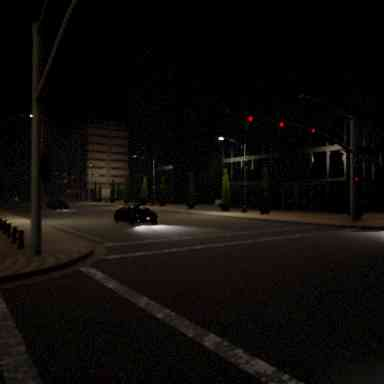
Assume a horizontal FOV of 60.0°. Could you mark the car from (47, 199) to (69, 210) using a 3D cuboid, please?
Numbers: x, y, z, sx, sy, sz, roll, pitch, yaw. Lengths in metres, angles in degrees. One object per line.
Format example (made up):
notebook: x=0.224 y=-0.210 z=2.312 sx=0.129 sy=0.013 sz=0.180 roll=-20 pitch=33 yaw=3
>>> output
car: x=-17.781 y=1.604 z=43.942 sx=2.033 sy=1.411 sz=5.357 roll=0 pitch=0 yaw=-34

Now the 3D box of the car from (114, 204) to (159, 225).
car: x=-4.102 y=1.602 z=24.172 sx=1.994 sy=1.385 sz=4.181 roll=1 pitch=0 yaw=-35
